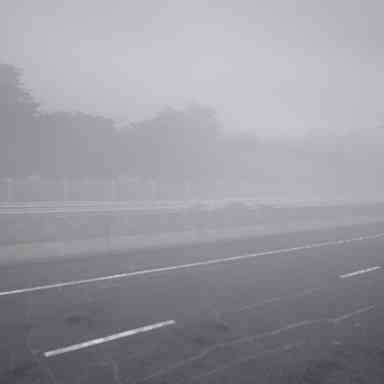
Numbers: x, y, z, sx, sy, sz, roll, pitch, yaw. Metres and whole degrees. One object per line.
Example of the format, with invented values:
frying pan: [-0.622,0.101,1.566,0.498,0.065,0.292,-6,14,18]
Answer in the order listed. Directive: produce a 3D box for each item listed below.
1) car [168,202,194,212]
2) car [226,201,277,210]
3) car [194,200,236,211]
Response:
car: [0.244,1.562,29.793,4.718,1.301,1.895,0,0,-35]
car: [4.934,1.526,24.518,4.181,1.385,1.994,0,0,-35]
car: [2.926,1.436,27.387,5.008,1.535,1.882,0,0,-35]
